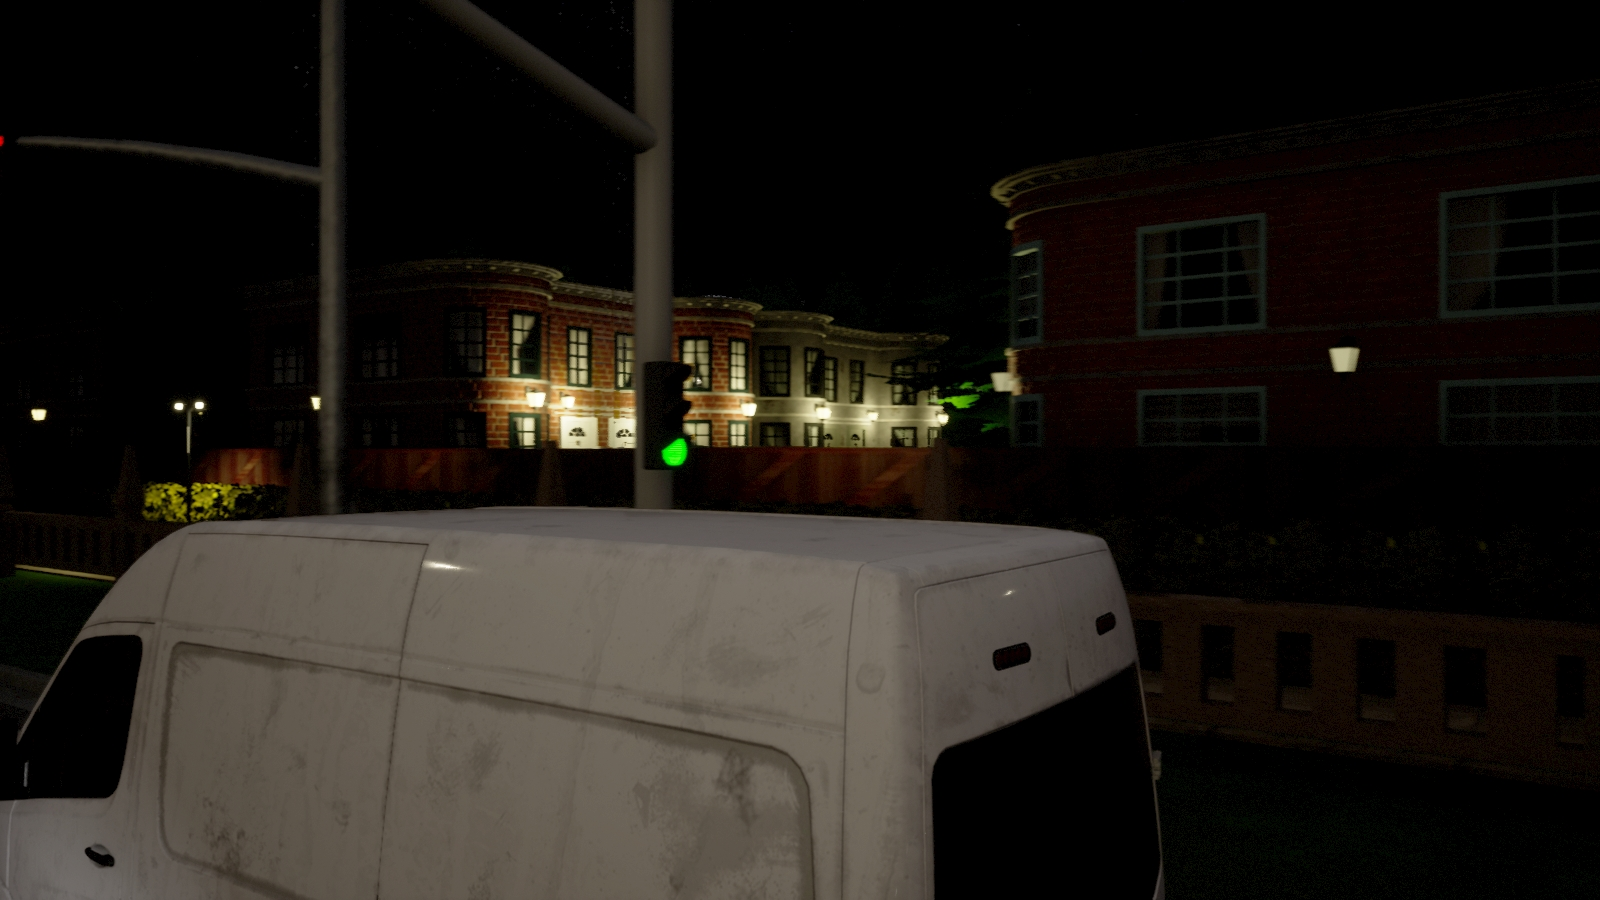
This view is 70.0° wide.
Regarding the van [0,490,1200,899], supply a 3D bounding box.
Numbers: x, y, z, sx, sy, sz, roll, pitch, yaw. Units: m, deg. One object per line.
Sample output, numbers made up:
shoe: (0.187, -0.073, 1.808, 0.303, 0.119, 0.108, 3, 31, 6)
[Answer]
van: (-1.591, 1.538, 4.887, 5.915, 2.561, 1.988, 0, 0, 35)
